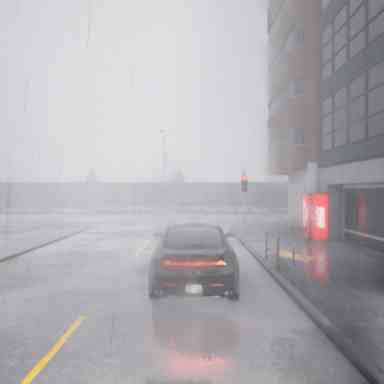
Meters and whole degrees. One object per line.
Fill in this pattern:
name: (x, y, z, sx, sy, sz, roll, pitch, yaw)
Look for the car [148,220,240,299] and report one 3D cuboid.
car: (0.055, 1.477, 8.360, 1.837, 1.490, 4.892, 0, 0, 1)
